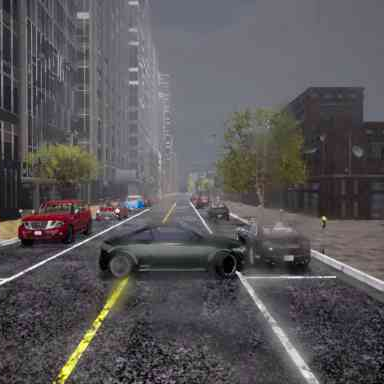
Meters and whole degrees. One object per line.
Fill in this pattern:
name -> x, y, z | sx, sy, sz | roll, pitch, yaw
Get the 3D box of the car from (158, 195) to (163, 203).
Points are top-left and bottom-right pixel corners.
car -> -7.423, 1.522, 66.260 | 1.887, 1.381, 4.507 | -1, 0, -2

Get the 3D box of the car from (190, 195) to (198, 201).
car -> 0.516, 1.537, 83.068 | 1.947, 1.339, 4.313 | -1, 0, -2

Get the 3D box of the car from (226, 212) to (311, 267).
car -> 2.548, 1.548, 11.148 | 2.008, 1.369, 4.403 | -1, 0, -2

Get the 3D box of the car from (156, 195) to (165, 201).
car -> -7.857, 1.497, 82.688 | 1.752, 1.417, 4.829 | -1, 0, -2

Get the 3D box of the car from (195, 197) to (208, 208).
car -> 1.390, 1.509, 50.042 | 1.752, 1.417, 4.829 | -1, 0, -2

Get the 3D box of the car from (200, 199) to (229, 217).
car -> 2.011, 1.543, 27.007 | 2.008, 1.369, 4.403 | -1, 0, -1

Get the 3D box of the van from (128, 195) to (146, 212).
van -> -6.694, 1.329, 38.595 | 1.690, 1.788, 3.998 | -1, 0, -2

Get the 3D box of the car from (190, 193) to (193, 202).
car -> 0.805, 1.291, 72.003 | 2.192, 1.841, 5.009 | -1, 0, -2

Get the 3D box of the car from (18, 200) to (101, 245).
car -> -6.192, 1.310, 15.734 | 2.192, 1.841, 5.009 | -1, 0, -2

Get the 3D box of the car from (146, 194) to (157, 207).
car -> -6.987, 1.299, 49.661 | 2.192, 1.841, 5.009 | -1, 0, -2

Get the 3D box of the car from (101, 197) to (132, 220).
car -> -6.392, 1.432, 26.802 | 1.967, 1.590, 4.097 | -1, 0, -2

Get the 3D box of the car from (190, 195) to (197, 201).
car -> 0.370, 1.551, 88.600 | 1.802, 1.307, 4.206 | -1, 0, -2

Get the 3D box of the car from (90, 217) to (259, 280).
car -> -0.468, 1.557, 9.479 | 4.181, 1.385, 1.994 | 0, 0, -3

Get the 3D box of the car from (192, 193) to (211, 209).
car -> 1.537, 1.301, 44.340 | 2.192, 1.841, 5.009 | -1, 0, -2
